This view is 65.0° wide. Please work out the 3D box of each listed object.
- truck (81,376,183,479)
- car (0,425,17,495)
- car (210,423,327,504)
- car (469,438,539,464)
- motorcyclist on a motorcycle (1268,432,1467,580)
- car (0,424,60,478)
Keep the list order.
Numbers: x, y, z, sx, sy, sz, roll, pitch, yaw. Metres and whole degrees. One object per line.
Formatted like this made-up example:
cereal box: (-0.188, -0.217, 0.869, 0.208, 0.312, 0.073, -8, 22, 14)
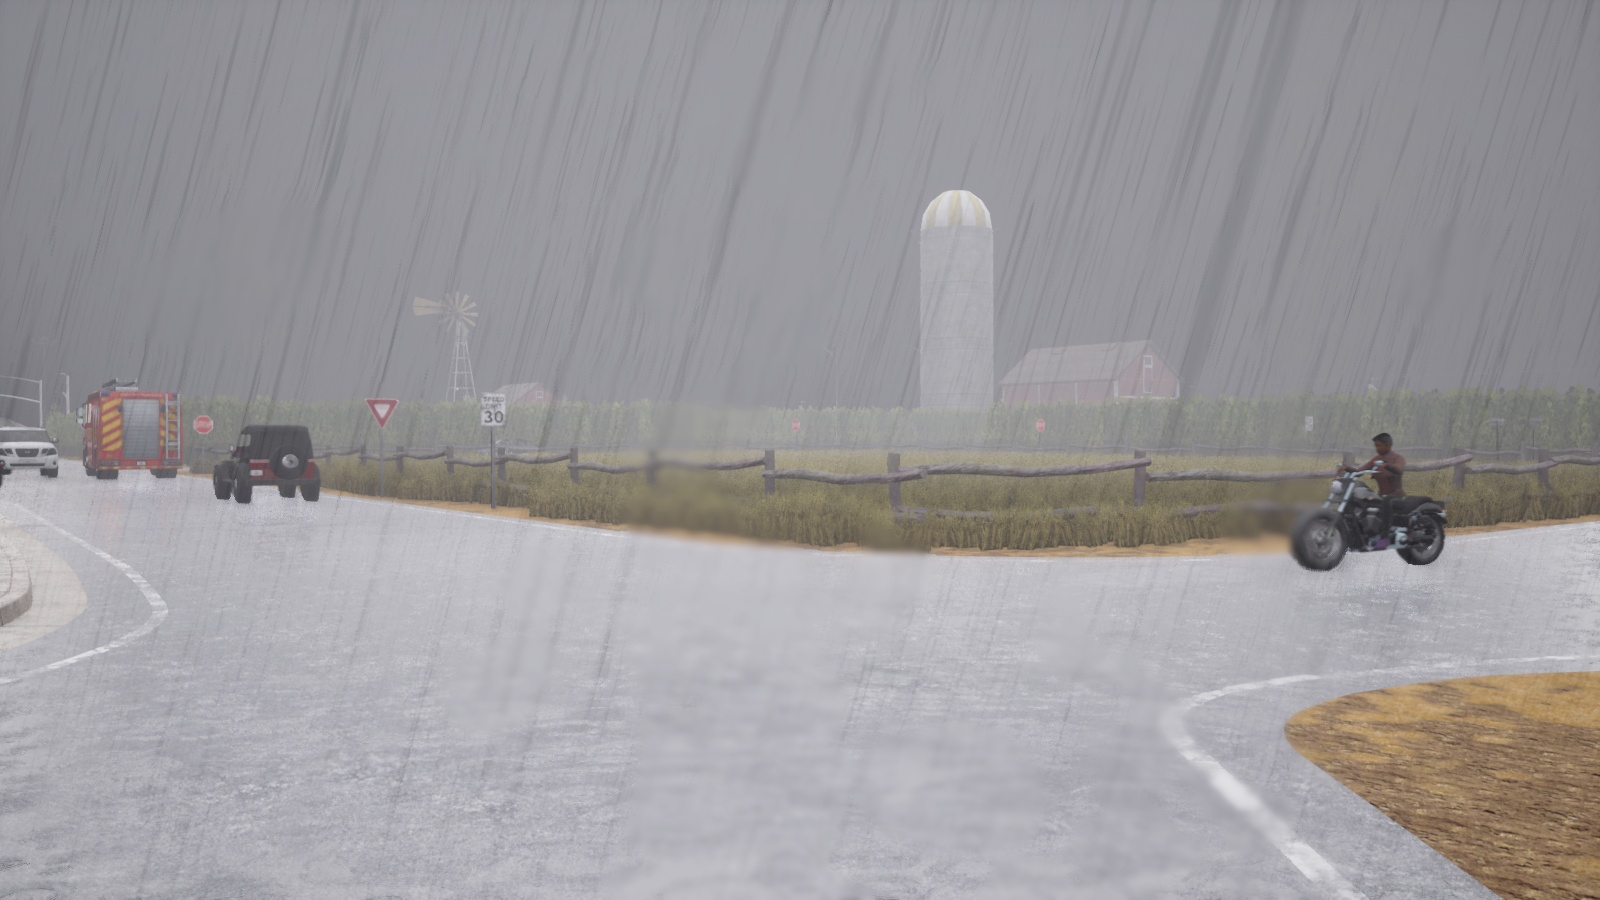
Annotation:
truck: (-27.154, -0.864, 50.868, 2.891, 3.827, 8.468, 0, 1, -33)
car: (-23.357, 0.263, 33.499, 1.905, 1.878, 3.866, 1, 1, 45)
car: (-13.346, 0.290, 31.417, 1.905, 1.878, 3.866, 0, 1, -35)
car: (-17.995, 0.035, 76.420, 3.705, 1.549, 1.789, 0, 1, -35)
motorcyclist on a motorcycle: (6.718, 0.616, 14.852, 2.350, 1.649, 0.766, 0, 0, -24)
car: (-31.567, 0.016, 50.960, 2.150, 2.045, 5.566, 0, 1, -35)
